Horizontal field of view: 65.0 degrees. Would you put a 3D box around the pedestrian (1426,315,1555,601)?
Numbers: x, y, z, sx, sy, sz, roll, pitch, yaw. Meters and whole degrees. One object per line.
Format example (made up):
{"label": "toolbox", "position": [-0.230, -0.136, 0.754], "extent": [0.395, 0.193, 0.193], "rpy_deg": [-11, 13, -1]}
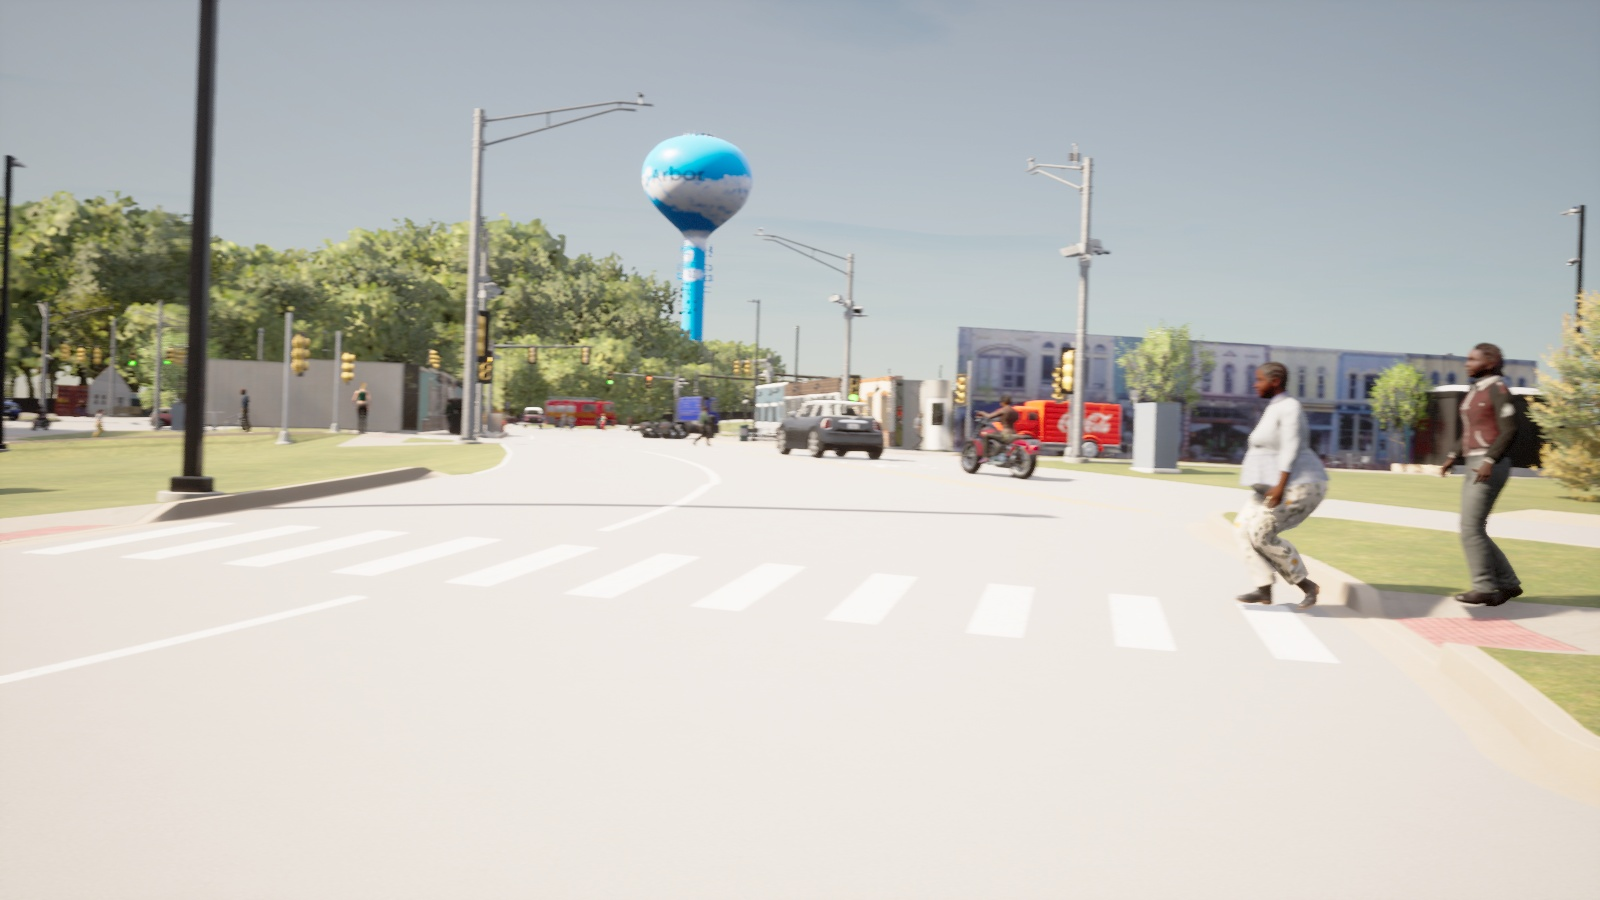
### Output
{"label": "pedestrian", "position": [4.793, 0.048, 8.743], "extent": [0.666, 1.930, 0.402], "rpy_deg": [1, 0, 10]}

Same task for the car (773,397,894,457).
{"label": "car", "position": [0.810, -0.599, 33.043], "extent": [1.970, 1.475, 3.806], "rpy_deg": [1, 1, -19]}

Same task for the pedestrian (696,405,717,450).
{"label": "pedestrian", "position": [-4.091, -0.990, 54.905], "extent": [0.788, 1.949, 0.423], "rpy_deg": [1, 0, -15]}

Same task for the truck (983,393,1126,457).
{"label": "truck", "position": [10.589, -1.018, 52.526], "extent": [5.204, 2.467, 2.627], "rpy_deg": [1, 0, -10]}

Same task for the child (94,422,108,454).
{"label": "child", "position": [-27.722, -0.485, 49.818], "extent": [0.437, 1.263, 0.270], "rpy_deg": [1, 0, -18]}

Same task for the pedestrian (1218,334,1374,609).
{"label": "pedestrian", "position": [3.527, 0.140, 9.013], "extent": [0.900, 1.855, 0.874], "rpy_deg": [1, 0, 14]}

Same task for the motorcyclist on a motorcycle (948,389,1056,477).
{"label": "motorcyclist on a motorcycle", "position": [3.918, -0.352, 24.591], "extent": [0.766, 1.649, 2.350], "rpy_deg": [0, 2, -29]}

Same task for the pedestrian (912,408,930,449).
{"label": "pedestrian", "position": [5.546, -0.995, 57.578], "extent": [0.694, 1.848, 0.540], "rpy_deg": [1, 0, -4]}

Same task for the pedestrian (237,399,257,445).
{"label": "pedestrian", "position": [-22.468, -1.120, 51.003], "extent": [0.726, 1.835, 0.370], "rpy_deg": [1, 0, -23]}

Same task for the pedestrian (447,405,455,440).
{"label": "pedestrian", "position": [-18.356, -1.448, 66.000], "extent": [0.353, 1.847, 0.614], "rpy_deg": [1, 0, -12]}

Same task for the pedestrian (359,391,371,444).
{"label": "pedestrian", "position": [-15.159, -1.125, 43.724], "extent": [0.345, 1.836, 0.594], "rpy_deg": [1, 0, -21]}

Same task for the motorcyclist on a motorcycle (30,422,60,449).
{"label": "motorcyclist on a motorcycle", "position": [-48.794, -0.968, 81.175], "extent": [0.766, 1.649, 2.350], "rpy_deg": [1, 2, -8]}
